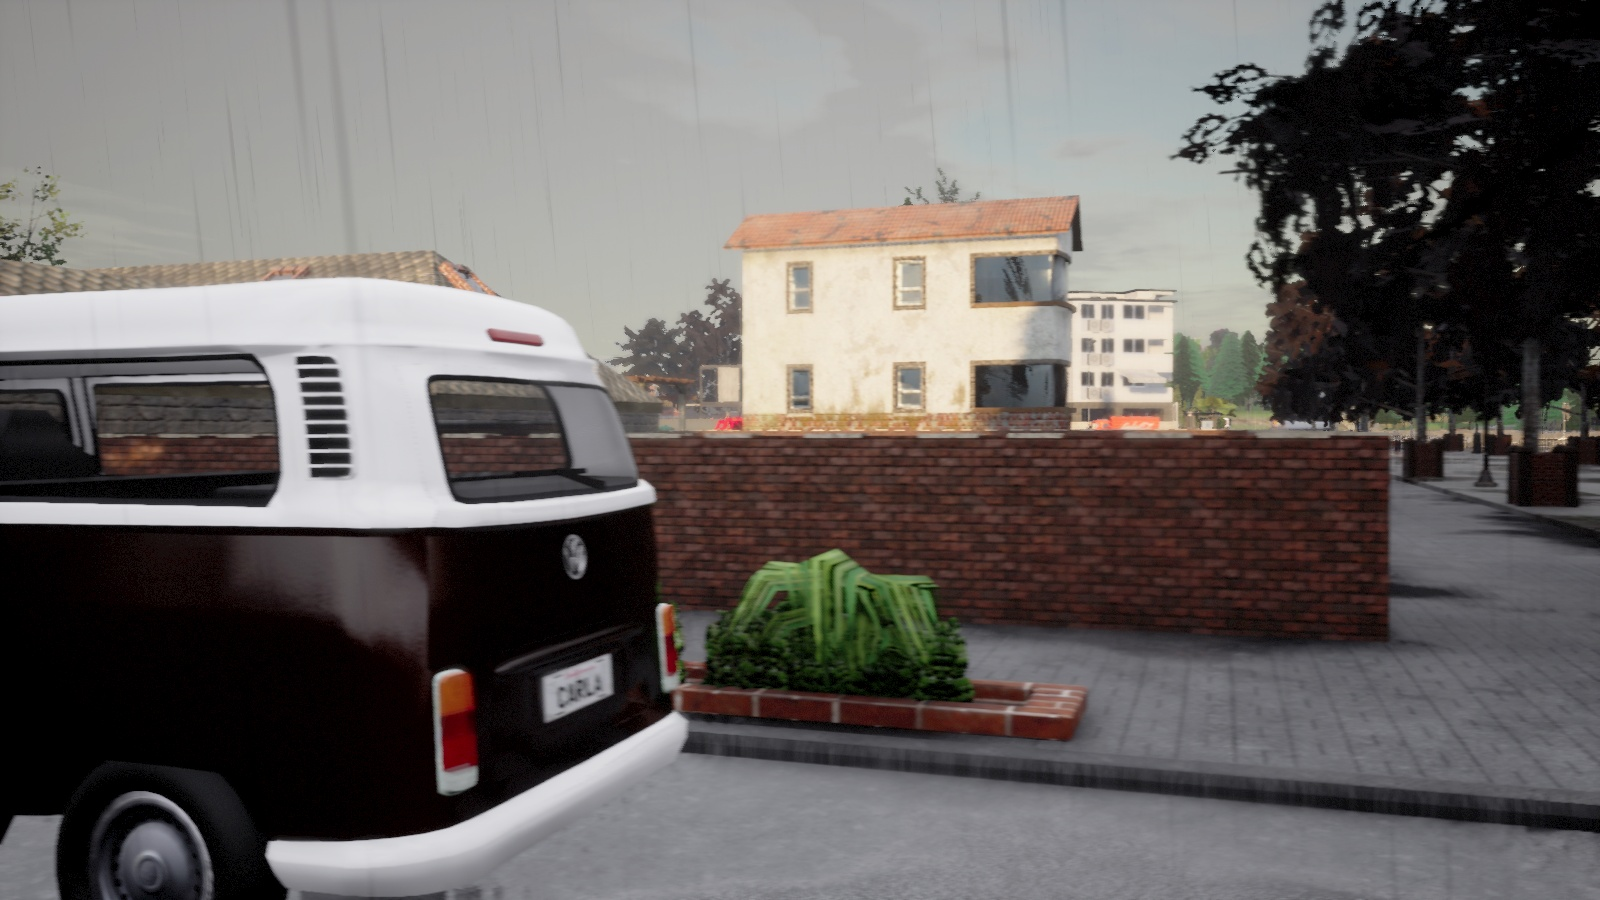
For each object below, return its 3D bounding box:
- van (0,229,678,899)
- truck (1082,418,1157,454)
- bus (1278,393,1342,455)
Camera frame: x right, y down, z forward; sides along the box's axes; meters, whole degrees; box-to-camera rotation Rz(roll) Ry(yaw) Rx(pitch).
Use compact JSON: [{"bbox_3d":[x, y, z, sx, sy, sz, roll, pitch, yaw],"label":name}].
[{"bbox_3d":[-2.941,0.454,4.706,4.480,2.038,2.069,1,1,19],"label":"van"},{"bbox_3d":[23.221,-1.045,91.494,5.204,2.467,2.627,1,1,12],"label":"truck"},{"bbox_3d":[37.130,-1.860,91.186,3.944,4.253,10.273,0,1,24],"label":"bus"}]
